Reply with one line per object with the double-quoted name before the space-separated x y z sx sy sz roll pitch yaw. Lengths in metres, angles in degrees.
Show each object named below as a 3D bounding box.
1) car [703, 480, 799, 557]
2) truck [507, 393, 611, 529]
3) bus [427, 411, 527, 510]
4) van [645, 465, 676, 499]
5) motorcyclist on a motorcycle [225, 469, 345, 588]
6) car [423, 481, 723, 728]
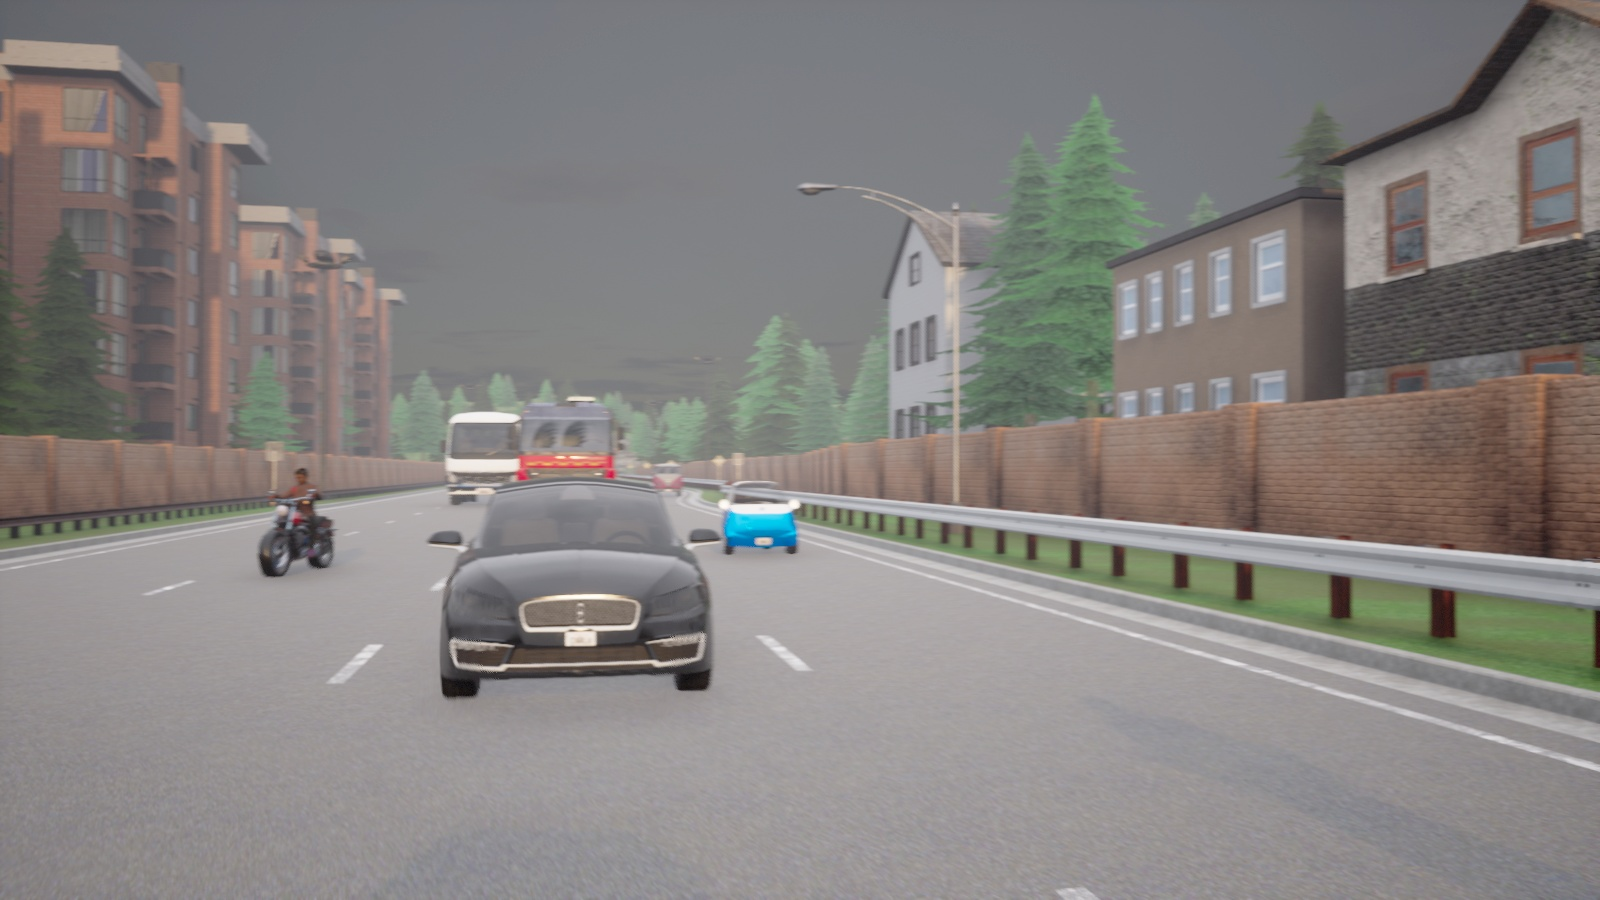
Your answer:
"car" -0.970 1.275 23.913 1.481 1.376 2.207 0 -1 -11
"truck" -7.647 0.366 39.800 2.891 3.827 8.468 0 -1 -11
"bus" -15.014 0.529 59.241 3.944 4.253 10.273 0 -1 -11
"van" -8.479 1.895 76.115 1.775 1.987 4.442 0 -1 -8
"motorcyclist on a motorcycle" -7.721 1.134 18.958 0.766 1.649 2.350 -2 -1 1
"car" -1.864 1.004 10.238 1.837 1.490 4.892 0 -1 -11
